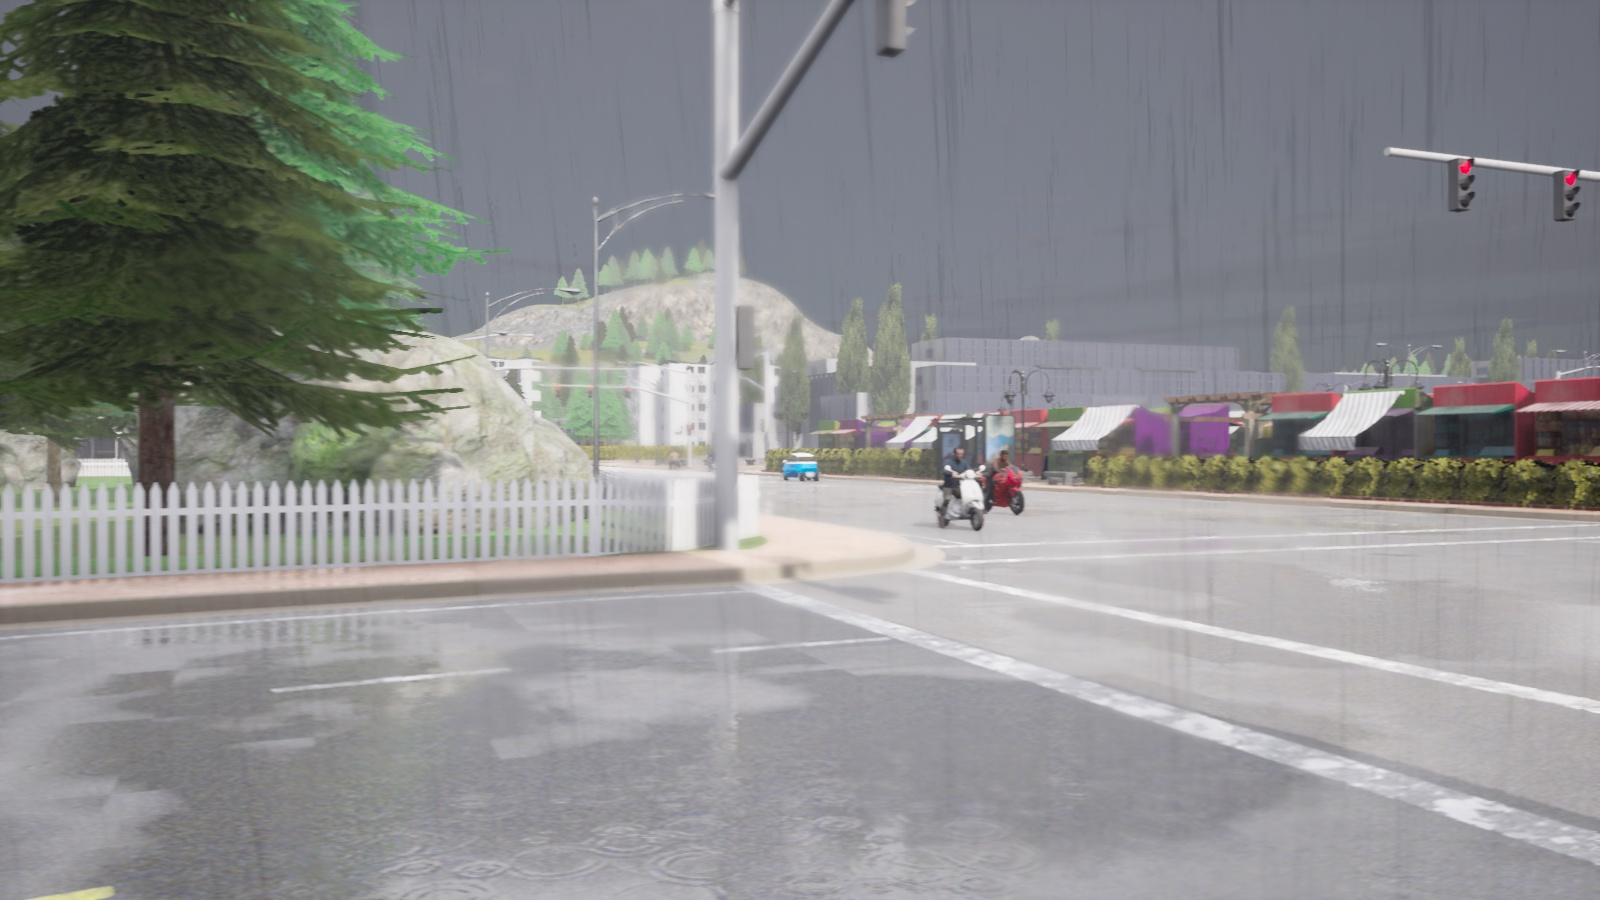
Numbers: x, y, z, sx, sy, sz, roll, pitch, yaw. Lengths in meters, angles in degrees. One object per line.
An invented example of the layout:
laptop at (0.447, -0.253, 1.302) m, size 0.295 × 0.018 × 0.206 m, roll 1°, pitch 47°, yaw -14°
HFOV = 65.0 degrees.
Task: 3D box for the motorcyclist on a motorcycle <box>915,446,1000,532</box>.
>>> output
motorcyclist on a motorcycle at (3.023, 0.722, 24.272) m, size 0.866 × 1.590 × 1.817 m, roll 0°, pitch 0°, yaw -21°

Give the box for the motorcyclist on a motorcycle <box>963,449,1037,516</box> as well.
motorcyclist on a motorcycle at (4.689, 0.737, 29.597) m, size 0.797 × 1.523 × 2.044 m, roll 0°, pitch 0°, yaw -21°

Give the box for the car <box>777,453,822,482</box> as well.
car at (-0.046, 0.821, 60.752) m, size 1.481 × 1.376 × 2.207 m, roll 0°, pitch 0°, yaw -21°
